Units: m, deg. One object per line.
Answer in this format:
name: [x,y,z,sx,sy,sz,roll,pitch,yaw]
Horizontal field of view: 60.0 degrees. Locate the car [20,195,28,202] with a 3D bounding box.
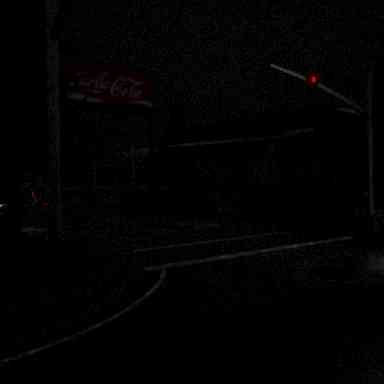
car: [-32.179,1.193,62.293,1.994,1.385,4.181,-1,1,-36]

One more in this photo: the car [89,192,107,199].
car: [-21.095,0.887,73.153,2.007,1.523,4.514,-1,1,-36]

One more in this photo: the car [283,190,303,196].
car: [25.553,0.254,84.582,2.007,1.523,4.514,-1,1,-36]

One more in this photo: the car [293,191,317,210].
car: [12.108,1.030,33.169,4.611,1.667,2.242,-1,1,-36]

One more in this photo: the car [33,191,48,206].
car: [-20.401,0.860,46.113,2.150,2.045,5.566,-1,1,-35]

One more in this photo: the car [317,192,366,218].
car: [11.959,0.930,26.037,3.866,1.878,1.905,-1,1,-36]

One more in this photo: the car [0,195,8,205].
car: [-29.989,1.196,53.135,1.837,1.490,4.892,-1,0,-36]

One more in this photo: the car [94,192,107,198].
car: [-22.314,0.764,81.003,1.970,1.475,3.806,-1,1,-36]

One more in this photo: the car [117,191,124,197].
car: [-17.333,0.588,85.059,2.152,1.636,5.027,-1,1,-36]

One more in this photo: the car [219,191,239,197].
car: [8.966,0.462,81.863,1.845,1.501,3.633,-1,1,-36]
